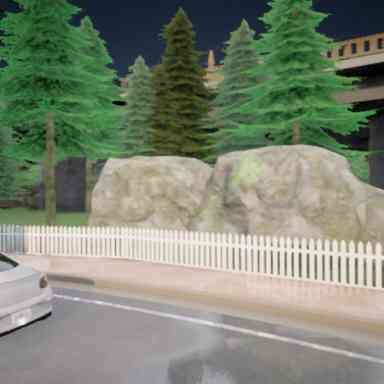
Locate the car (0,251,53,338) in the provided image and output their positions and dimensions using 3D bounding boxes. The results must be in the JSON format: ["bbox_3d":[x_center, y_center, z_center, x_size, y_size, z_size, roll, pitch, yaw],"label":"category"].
[{"bbox_3d":[-4.459,1.554,5.522,4.674,1.442,1.812,0,0,24],"label":"car"}]
